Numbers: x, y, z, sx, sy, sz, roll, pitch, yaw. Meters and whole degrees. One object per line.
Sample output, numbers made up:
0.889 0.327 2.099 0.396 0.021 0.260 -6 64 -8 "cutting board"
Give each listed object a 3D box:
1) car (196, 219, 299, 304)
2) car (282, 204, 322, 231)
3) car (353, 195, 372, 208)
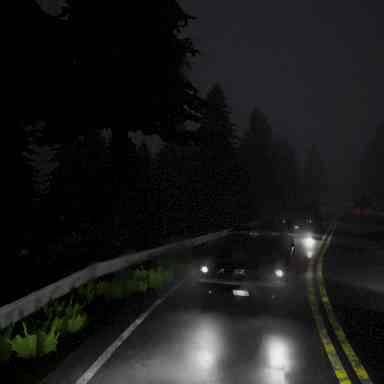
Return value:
1.603 1.599 8.424 1.895 1.301 4.718 -1 0 18 "car"
6.703 1.461 20.057 2.033 1.411 5.357 -2 0 26 "car"
20.689 1.060 40.215 2.128 1.511 4.902 -2 0 28 "car"
